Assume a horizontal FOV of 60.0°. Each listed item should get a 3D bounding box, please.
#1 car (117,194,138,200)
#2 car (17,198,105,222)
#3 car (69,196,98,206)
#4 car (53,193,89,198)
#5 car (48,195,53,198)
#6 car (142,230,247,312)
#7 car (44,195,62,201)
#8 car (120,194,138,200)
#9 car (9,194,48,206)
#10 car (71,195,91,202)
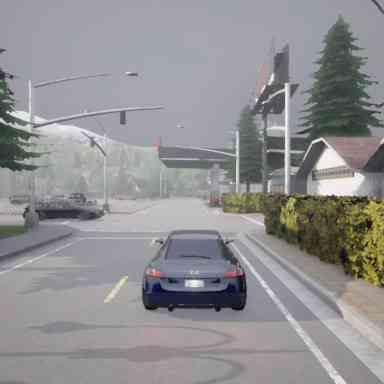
[{"bbox_3d":[-16.433,1.330,83.967,5.027,1.636,2.152,0,0,-1],"label":"car"},{"bbox_3d":[-9.051,1.356,23.681,5.357,1.411,2.033,0,0,0],"label":"car"},{"bbox_3d":[-16.180,1.361,49.711,3.806,1.475,1.970,0,0,-1],"label":"car"},{"bbox_3d":[-16.772,1.077,46.383,3.866,1.878,1.905,0,0,-1],"label":"car"},{"bbox_3d":[-24.021,1.298,62.084,4.514,1.523,2.007,0,0,-1],"label":"car"},{"bbox_3d":[0.059,1.564,7.798,1.994,1.385,4.181,0,0,1],"label":"car"},{"bbox_3d":[-35.099,1.384,84.005,3.806,1.475,1.970,0,0,-1],"label":"car"},{"bbox_3d":[-16.503,1.339,87.104,4.514,1.523,2.007,0,0,-1],"label":"car"},{"bbox_3d":[-24.659,1.097,49.623,4.605,1.855,1.932,0,0,-1],"label":"car"},{"bbox_3d":[-24.037,1.320,72.076,3.633,1.501,1.845,0,0,-1],"label":"car"}]
